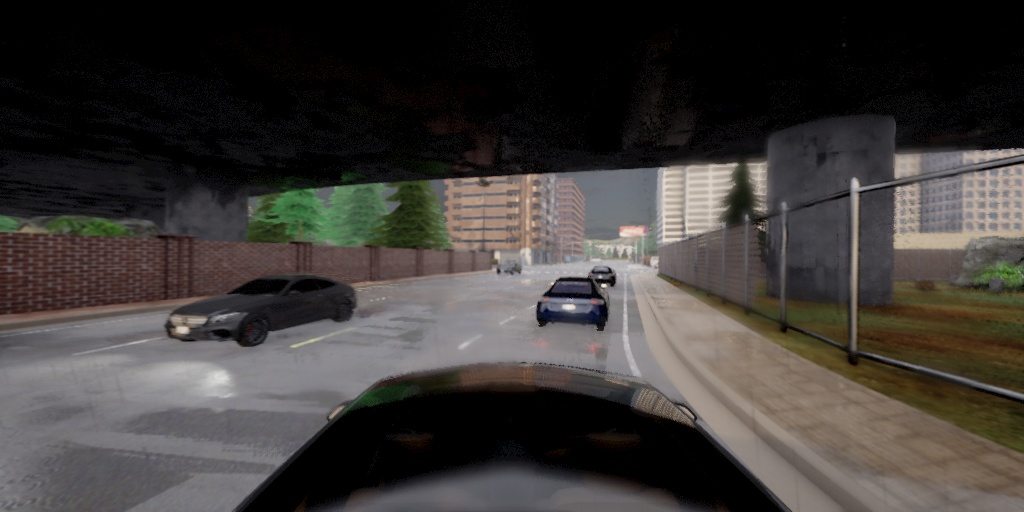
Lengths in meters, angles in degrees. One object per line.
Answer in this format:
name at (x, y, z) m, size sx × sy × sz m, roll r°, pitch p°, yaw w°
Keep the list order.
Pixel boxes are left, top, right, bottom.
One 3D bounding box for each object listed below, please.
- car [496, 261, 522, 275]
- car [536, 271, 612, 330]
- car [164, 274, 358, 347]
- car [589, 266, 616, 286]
car at (-0.254, 1.309, 40.014) m, size 2.128 × 1.511 × 4.902 m, roll 1°, pitch 0°, yaw 17°
car at (2.070, 1.354, 11.543) m, size 1.994 × 1.385 × 4.181 m, roll 1°, pitch 0°, yaw 16°
car at (-5.966, 1.205, 9.320) m, size 1.812 × 1.442 × 4.674 m, roll 1°, pitch 0°, yaw 13°
car at (6.764, 1.432, 26.956) m, size 1.994 × 1.385 × 4.181 m, roll 1°, pitch 0°, yaw 17°
